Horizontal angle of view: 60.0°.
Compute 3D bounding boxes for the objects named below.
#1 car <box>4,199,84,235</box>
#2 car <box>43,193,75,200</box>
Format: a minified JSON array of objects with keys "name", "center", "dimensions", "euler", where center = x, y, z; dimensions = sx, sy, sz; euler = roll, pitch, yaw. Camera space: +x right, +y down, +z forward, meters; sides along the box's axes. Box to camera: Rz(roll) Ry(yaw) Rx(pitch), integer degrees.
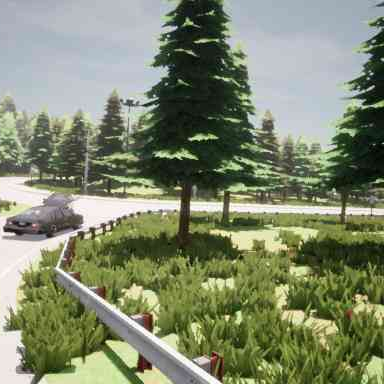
[{"name":"car","center":[-7.409,1.414,17.304],"dimensions":[2.033,1.411,5.357],"euler":[4,1,3]},{"name":"car","center":[-10.281,0.875,25.868],"dimensions":[2.128,1.511,4.902],"euler":[4,2,-11]}]
